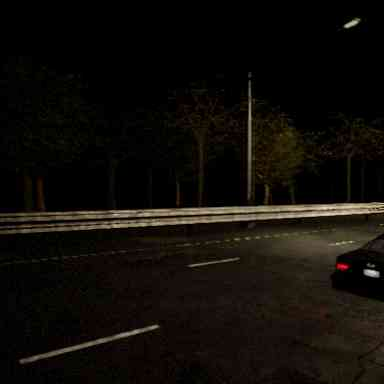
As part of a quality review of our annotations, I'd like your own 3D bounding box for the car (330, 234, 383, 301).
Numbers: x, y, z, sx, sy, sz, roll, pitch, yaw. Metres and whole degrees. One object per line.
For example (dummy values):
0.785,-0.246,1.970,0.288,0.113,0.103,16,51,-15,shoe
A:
5.438,1.604,7.744,5.357,1.411,2.033,0,0,-35,car
